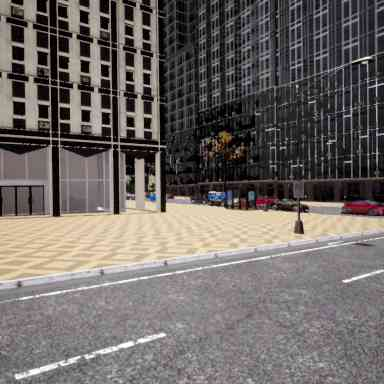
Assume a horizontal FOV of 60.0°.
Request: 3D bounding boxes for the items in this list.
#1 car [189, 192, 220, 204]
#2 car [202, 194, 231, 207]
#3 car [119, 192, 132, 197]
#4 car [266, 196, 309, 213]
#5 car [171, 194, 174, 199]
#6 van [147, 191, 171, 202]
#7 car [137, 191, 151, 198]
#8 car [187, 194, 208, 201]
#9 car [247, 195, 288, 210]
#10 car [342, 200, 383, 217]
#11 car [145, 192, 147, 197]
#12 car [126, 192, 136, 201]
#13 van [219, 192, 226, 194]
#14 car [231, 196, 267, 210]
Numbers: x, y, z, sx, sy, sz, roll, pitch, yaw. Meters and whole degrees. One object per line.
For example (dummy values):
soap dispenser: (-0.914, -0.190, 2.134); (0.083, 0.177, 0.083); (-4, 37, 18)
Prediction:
car: (1.739, 1.147, 51.950); (1.837, 1.490, 4.892); (-1, 1, -34)
car: (3.792, 1.320, 44.308); (1.947, 1.339, 4.313); (0, 1, -35)
car: (-18.313, 0.689, 91.198); (2.008, 1.369, 4.403); (0, 1, -35)
car: (10.185, 1.424, 34.907); (1.947, 1.339, 4.313); (0, 1, -35)
car: (-5.403, 0.936, 72.486); (1.802, 1.307, 4.206); (0, 1, -35)
van: (-5.846, 0.937, 58.369); (1.690, 1.788, 3.998); (0, 1, -35)
car: (-11.859, 0.686, 81.840); (1.967, 1.590, 4.097); (0, 1, -35)
car: (1.052, 1.043, 63.129); (1.802, 1.307, 4.206); (0, 1, -35)
car: (9.239, 1.241, 41.054); (1.882, 1.535, 5.008); (-1, 1, -35)
car: (16.120, 1.443, 30.698); (1.994, 1.385, 4.181); (-1, 1, -30)
car: (-8.631, 0.615, 77.161); (2.192, 1.841, 5.009); (0, 1, -35)
car: (-12.301, 1.040, 67.728); (2.008, 1.369, 4.403); (0, 1, -35)
van: (4.279, 0.855, 58.448); (1.690, 1.788, 3.998); (0, 1, -35)
car: (6.971, 1.388, 39.597); (1.802, 1.307, 4.206); (0, 1, -35)
